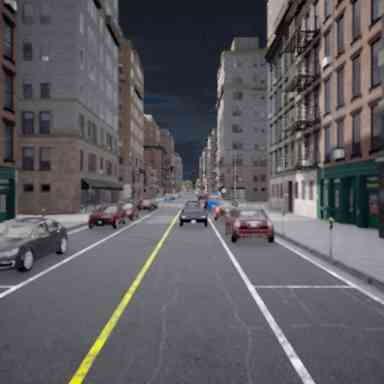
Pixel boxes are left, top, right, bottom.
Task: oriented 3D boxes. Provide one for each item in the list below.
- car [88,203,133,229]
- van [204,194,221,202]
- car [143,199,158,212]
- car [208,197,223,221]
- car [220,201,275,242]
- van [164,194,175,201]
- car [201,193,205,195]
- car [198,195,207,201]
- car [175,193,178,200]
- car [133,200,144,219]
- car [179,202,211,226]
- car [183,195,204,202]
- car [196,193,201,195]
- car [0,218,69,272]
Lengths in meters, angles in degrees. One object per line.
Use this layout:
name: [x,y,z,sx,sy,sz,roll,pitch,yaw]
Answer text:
car: [-5.384,1.530,21.670,1.887,1.381,4.507,0,0,0]
van: [2.645,1.315,38.201,1.690,1.788,3.998,0,0,0]
car: [-5.380,1.518,38.204,1.887,1.381,4.507,0,0,0]
car: [2.643,1.422,27.180,1.967,1.590,4.097,0,0,0]
car: [2.640,1.429,16.158,1.967,1.590,4.097,0,0,0]
van: [-5.393,1.279,75.678,1.690,1.788,3.998,0,0,0]
car: [2.646,1.284,43.713,2.192,1.841,5.009,0,0,0]
car: [2.717,1.479,86.490,2.008,1.369,4.403,0,0,0]
car: [-5.388,1.493,86.491,1.947,1.339,4.313,0,0,0]
car: [-5.382,1.564,27.181,1.802,1.307,4.206,0,0,0]
car: [0.106,1.586,23.251,1.895,1.301,4.718,0,0,0]
car: [0.109,1.463,41.027,2.128,1.511,4.902,0,0,0]
car: [2.721,1.248,81.084,2.192,1.841,5.009,0,0,0]
car: [-5.386,1.543,10.648,2.008,1.369,4.403,0,0,0]
